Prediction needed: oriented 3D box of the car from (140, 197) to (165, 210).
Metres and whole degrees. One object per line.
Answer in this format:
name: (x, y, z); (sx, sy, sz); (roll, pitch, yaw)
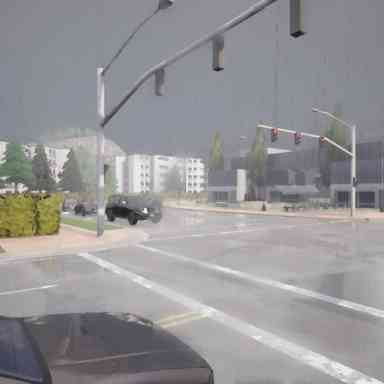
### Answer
car: (-5.460, 1.505, 45.387); (1.837, 1.490, 4.892); (-1, 0, -25)

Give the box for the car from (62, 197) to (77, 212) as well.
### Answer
car: (-14.441, 1.526, 39.688); (1.812, 1.442, 4.674); (0, 0, -24)

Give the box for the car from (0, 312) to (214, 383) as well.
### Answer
car: (-2.343, 1.547, 2.094); (5.357, 1.411, 2.033); (0, 0, -35)

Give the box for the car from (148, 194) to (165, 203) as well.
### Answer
car: (-7.498, 1.354, 70.950); (2.097, 1.767, 4.553); (0, 0, 17)

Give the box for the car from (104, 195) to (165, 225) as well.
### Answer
car: (-4.427, 1.221, 24.513); (2.150, 2.045, 5.566); (0, 0, -40)

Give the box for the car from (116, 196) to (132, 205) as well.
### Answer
car: (-12.025, 1.491, 58.870); (2.128, 1.511, 4.902); (0, 0, -4)

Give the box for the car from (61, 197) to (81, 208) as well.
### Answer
car: (-17.858, 1.492, 49.302); (2.128, 1.511, 4.902); (0, 0, -13)

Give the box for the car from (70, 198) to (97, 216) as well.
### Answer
car: (-9.967, 1.564, 32.116); (1.994, 1.385, 4.181); (0, 0, -34)

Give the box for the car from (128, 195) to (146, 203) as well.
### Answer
car: (-11.341, 1.477, 68.902); (1.882, 1.535, 5.008); (0, 0, 14)
